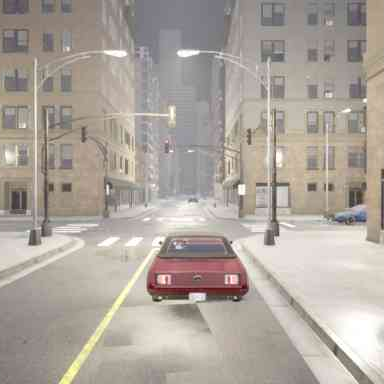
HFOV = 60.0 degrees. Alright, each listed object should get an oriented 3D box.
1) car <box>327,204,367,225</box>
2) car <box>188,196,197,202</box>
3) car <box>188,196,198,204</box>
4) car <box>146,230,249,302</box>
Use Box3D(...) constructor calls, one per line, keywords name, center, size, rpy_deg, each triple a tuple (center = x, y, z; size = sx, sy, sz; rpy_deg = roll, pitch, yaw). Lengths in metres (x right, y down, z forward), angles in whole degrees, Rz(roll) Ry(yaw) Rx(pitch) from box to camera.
Box3D(name="car", center=(12.198, 1.512, 22.804), size=(5.357, 1.411, 2.033), rpy_deg=(0, 0, 3))
Box3D(name="car", center=(0.098, 1.567, 75.127), size=(1.895, 1.301, 4.718), rpy_deg=(0, 0, 0))
Box3D(name="car", center=(0.180, 1.507, 65.198), size=(1.812, 1.442, 4.674), rpy_deg=(0, 0, 0))
Box3D(name="car", center=(0.093, 1.601, 8.214), size=(1.895, 1.301, 4.718), rpy_deg=(0, 0, 0))
